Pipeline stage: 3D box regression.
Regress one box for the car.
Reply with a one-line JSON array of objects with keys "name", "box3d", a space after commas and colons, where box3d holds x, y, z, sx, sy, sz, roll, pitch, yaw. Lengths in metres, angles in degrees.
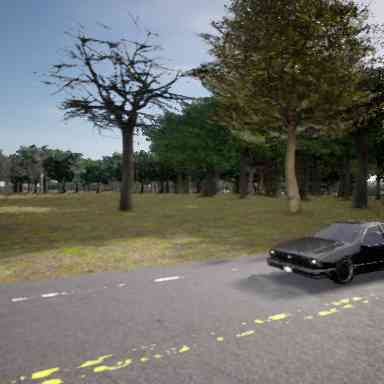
[{"name": "car", "box3d": [4.742, 1.553, 9.590, 5.357, 1.411, 2.033, 0, 0, -28]}]
